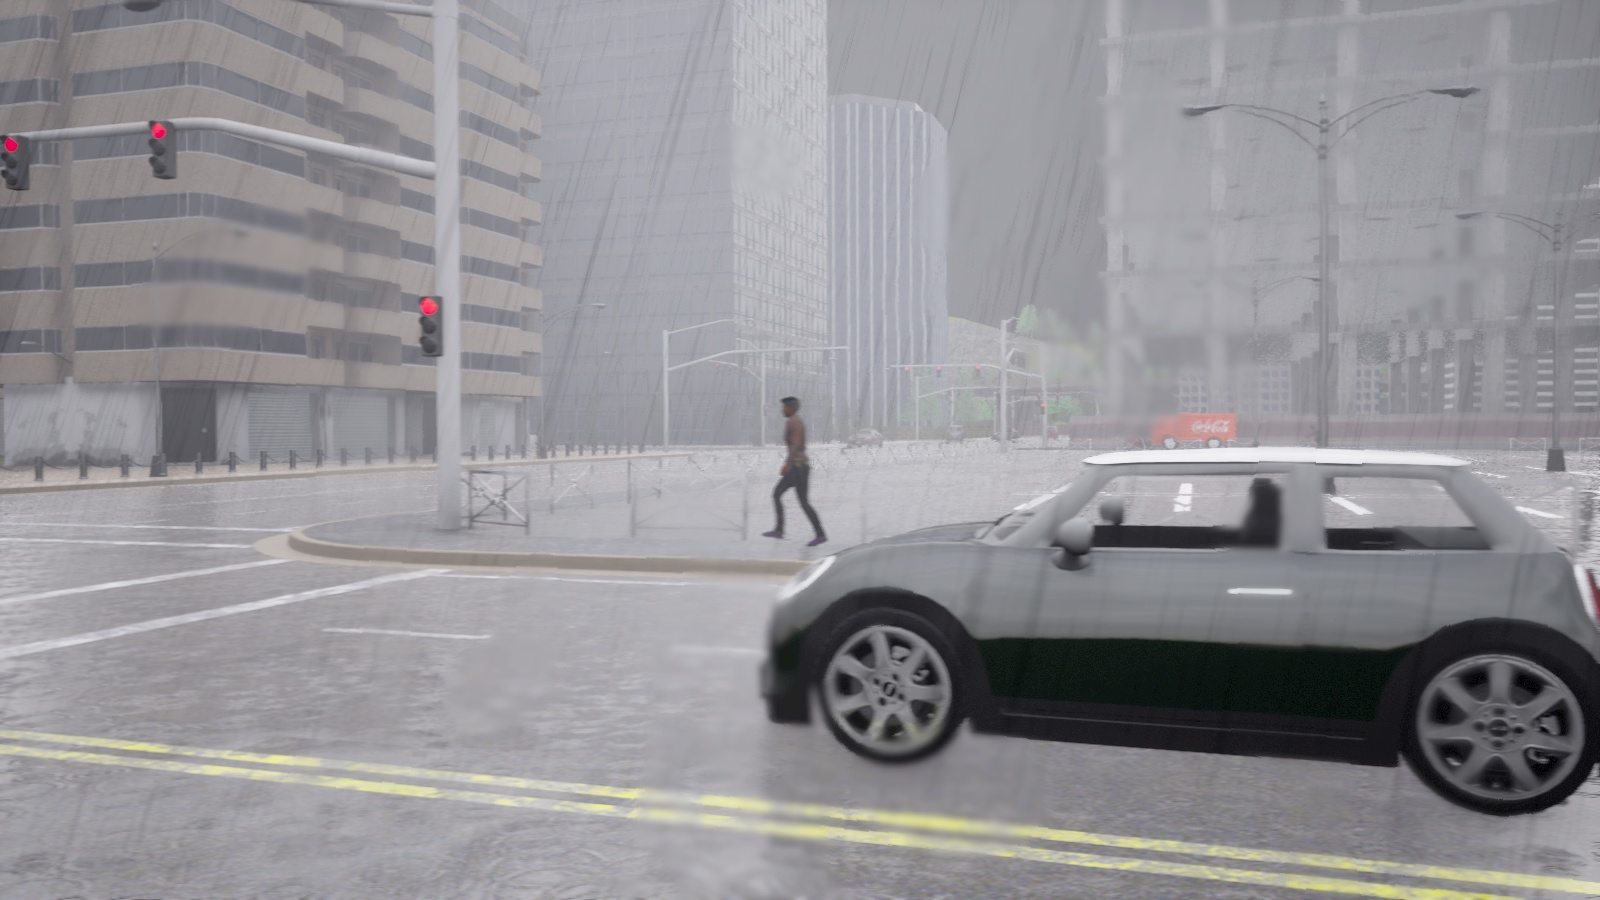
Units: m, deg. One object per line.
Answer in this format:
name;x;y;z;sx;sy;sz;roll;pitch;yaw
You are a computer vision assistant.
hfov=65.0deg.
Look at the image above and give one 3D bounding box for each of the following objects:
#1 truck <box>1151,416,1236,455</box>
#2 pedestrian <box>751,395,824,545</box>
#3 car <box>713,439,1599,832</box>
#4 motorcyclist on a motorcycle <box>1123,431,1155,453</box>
truck;25.555;-0.937;81.695;5.204;2.467;2.627;0;1;17
pedestrian;-0.149;0.239;15.239;0.869;1.805;0.328;0;1;0
car;1.705;0.697;6.312;3.806;1.475;1.970;1;1;19
motorcyclist on a motorcycle;23.243;-0.547;86.081;2.044;1.523;0.797;0;1;17
